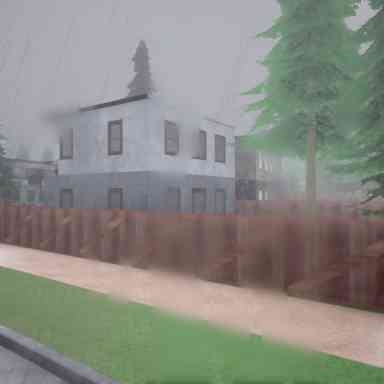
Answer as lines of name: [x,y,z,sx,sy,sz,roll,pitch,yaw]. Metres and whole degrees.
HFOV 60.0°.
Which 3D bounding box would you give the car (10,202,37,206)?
car: [-15.332,1.582,29.320,1.895,1.301,4.718,0,0,28]
